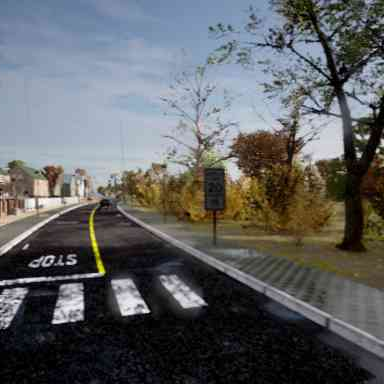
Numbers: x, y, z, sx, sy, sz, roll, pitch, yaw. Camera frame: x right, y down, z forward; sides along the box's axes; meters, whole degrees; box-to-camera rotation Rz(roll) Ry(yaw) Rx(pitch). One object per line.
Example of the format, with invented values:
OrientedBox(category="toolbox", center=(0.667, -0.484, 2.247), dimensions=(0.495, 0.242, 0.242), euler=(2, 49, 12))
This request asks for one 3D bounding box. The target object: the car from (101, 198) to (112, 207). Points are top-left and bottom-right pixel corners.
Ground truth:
OrientedBox(category="car", center=(-14.631, 1.760, 56.913), dimensions=(1.812, 1.442, 4.674), euler=(0, 0, -13))

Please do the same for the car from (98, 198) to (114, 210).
OrientedBox(category="car", center=(-12.167, 1.678, 46.899), dimensions=(1.837, 1.490, 4.892), euler=(0, 0, -14))
